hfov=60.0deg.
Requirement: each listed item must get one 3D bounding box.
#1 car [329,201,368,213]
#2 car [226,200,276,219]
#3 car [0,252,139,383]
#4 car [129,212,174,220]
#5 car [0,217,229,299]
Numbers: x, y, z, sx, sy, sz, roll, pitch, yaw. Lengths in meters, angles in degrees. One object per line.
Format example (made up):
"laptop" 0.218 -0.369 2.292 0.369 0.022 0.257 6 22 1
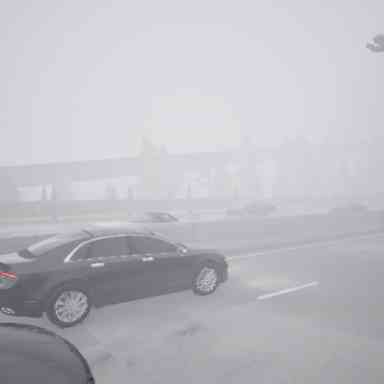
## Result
"car" 14.956 1.512 31.735 4.181 1.385 1.994 0 0 -36
"car" 5.234 1.441 29.114 5.008 1.535 1.882 0 0 -35
"car" -2.952 1.498 1.642 4.902 1.511 2.128 0 0 -35
"car" -2.147 1.597 15.288 4.718 1.301 1.895 0 0 -35
"car" -1.392 1.502 7.054 4.892 1.490 1.837 0 0 -36
